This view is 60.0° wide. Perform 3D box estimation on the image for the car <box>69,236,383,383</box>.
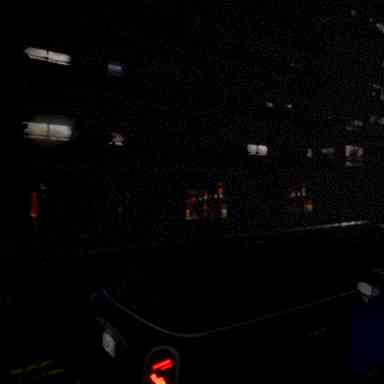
[{"bbox_3d":[0.997,1.346,4.150,4.553,1.767,2.097,0,0,-36],"label":"car"}]
